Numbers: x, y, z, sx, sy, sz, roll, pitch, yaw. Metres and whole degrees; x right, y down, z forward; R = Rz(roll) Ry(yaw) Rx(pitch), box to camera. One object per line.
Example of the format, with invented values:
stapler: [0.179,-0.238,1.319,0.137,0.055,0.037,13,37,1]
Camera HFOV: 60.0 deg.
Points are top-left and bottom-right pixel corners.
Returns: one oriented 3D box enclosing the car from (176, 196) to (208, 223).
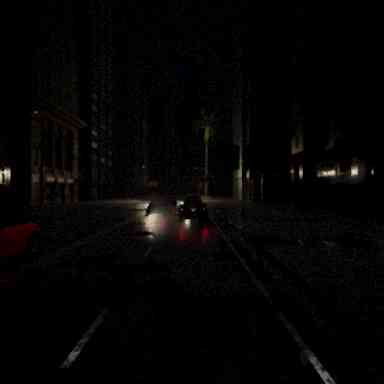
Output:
car: [0.086,1.319,25.560,2.097,1.767,4.553,0,0,0]

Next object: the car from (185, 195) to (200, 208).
car: [0.076,1.295,47.593,2.097,1.767,4.553,0,0,0]

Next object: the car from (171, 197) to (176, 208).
car: [-3.179,1.467,47.821,1.812,1.442,4.674,0,0,-1]

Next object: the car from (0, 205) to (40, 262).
car: [-6.516,1.341,10.045,2.097,1.767,4.553,0,0,0]

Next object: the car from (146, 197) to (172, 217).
car: [-3.166,1.486,31.103,1.812,1.442,4.674,0,0,0]
